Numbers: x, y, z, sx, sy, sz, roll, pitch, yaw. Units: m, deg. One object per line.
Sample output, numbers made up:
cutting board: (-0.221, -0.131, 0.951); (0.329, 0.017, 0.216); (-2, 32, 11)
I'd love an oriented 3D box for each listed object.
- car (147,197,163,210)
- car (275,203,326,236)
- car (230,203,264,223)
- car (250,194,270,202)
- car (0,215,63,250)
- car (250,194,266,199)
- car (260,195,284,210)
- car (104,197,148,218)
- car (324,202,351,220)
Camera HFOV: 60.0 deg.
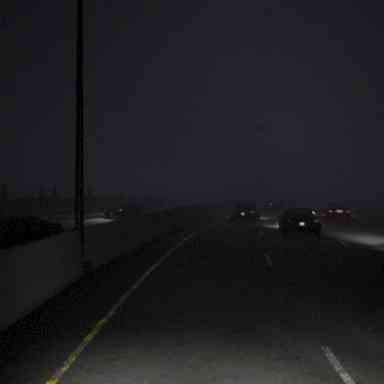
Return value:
car: (-5.313, 1.411, 41.097); (2.128, 1.511, 4.902); (0, 0, 24)
car: (5.873, 1.552, 18.414); (1.994, 1.385, 4.181); (0, 0, 12)
car: (4.188, 1.536, 25.666); (1.994, 1.385, 4.181); (0, 0, 16)
car: (13.348, 1.089, 65.284); (1.837, 1.490, 4.892); (0, 0, 40)
car: (-6.278, 1.511, 11.094); (2.033, 1.411, 5.357); (0, 0, 7)
car: (11.311, 1.293, 56.822); (2.097, 1.767, 4.553); (0, 0, 35)
car: (10.137, 1.469, 40.771); (2.163, 1.488, 4.792); (0, 0, 26)
car: (-5.909, 1.462, 29.309); (1.812, 1.442, 4.674); (0, 0, 18)
car: (12.209, 1.539, 28.043); (2.033, 1.411, 5.357); (0, 0, 20)
